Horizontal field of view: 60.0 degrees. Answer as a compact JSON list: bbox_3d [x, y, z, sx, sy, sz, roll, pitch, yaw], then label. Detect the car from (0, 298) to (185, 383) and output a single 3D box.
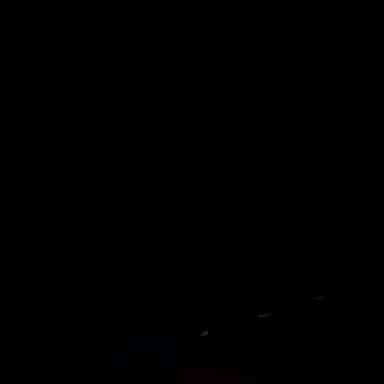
[{"bbox_3d":[-2.360,1.484,1.652,5.008,1.535,1.882,-1,0,-35],"label":"car"}]
